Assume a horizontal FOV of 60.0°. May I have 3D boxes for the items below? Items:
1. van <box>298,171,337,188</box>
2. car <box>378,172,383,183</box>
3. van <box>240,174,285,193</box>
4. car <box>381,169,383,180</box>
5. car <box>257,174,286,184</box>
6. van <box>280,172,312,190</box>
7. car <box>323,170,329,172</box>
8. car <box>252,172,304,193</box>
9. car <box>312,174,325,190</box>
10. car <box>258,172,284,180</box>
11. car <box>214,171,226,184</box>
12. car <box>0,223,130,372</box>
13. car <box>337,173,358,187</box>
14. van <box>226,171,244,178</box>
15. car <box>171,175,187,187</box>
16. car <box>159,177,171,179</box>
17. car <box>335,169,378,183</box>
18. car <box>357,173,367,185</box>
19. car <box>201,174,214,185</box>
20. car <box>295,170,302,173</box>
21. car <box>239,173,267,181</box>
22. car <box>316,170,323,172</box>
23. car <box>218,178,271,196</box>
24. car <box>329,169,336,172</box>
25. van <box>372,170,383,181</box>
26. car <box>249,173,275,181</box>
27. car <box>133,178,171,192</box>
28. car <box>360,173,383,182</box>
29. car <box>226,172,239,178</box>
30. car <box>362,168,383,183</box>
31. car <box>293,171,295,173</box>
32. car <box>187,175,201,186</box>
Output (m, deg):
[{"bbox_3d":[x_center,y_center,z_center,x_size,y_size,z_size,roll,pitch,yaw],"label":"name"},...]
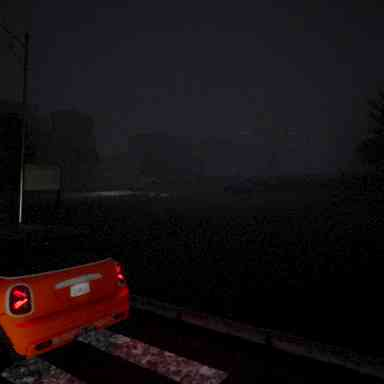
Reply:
[{"bbox_3d":[18.005,-1.542,48.011,4.442,1.987,1.878,4,7,32],"label":"van"},{"bbox_3d":[29.648,-2.261,57.454,4.892,1.521,2.231,4,7,30],"label":"car"},{"bbox_3d":[8.570,-0.800,40.625,4.442,1.987,1.878,4,7,32],"label":"van"},{"bbox_3d":[41.232,-3.443,66.908,5.566,2.045,2.435,4,6,30],"label":"car"},{"bbox_3d":[14.261,-2.340,59.495,5.357,1.411,2.033,-5,7,-38],"label":"car"},{"bbox_3d":[13.083,-1.184,44.430,4.442,1.987,1.878,4,7,32],"label":"van"},{"bbox_3d":[30.096,-4.597,80.764,4.553,1.767,2.185,2,6,31],"label":"car"},{"bbox_3d":[10.800,-1.019,42.537,5.566,2.045,2.435,4,7,32],"label":"car"},{"bbox_3d":[15.519,-1.265,46.248,4.553,1.767,2.185,4,7,32],"label":"car"},{"bbox_3d":[16.511,-3.383,69.619,5.008,1.535,2.097,2,5,30],"label":"car"},{"bbox_3d":[3.013,-2.386,58.318,4.553,1.767,2.185,2,6,30],"label":"car"},{"bbox_3d":[-3.254,1.346,5.793,4.553,1.767,2.097,0,0,36],"label":"car"},{"bbox_3d":[22.617,-1.694,51.802,4.892,1.521,2.231,4,7,31],"label":"car"},{"bbox_3d":[7.397,-2.866,62.158,4.442,1.987,1.878,2,6,30],"label":"van"},{"bbox_3d":[-3.752,-1.668,52.664,4.792,1.488,2.163,2,5,30],"label":"car"},{"bbox_3d":[-6.034,-1.470,50.784,4.674,1.452,2.002,2,5,30],"label":"car"},{"bbox_3d":[27.336,-2.321,55.521,5.566,2.045,2.435,4,7,31],"label":"car"},{"bbox_3d":[24.986,-1.853,53.670,4.792,1.488,2.163,4,7,31],"label":"car"},{"bbox_3d":[0.706,-2.046,56.472,4.792,1.488,2.163,2,6,30],"label":"car"},{"bbox_3d":[21.033,-3.752,73.339,4.892,1.521,2.231,2,6,30],"label":"car"},{"bbox_3d":[12.002,-3.011,65.876,5.008,1.535,2.097,2,5,30],"label":"car"},{"bbox_3d":[27.813,-4.262,78.945,4.674,1.452,2.002,2,5,30],"label":"car"},{"bbox_3d":[6.108,-0.398,38.868,5.008,1.535,2.097,4,7,32],"label":"car"},{"bbox_3d":[32.344,-4.641,82.648,5.008,1.535,2.097,2,6,31],"label":"car"},{"bbox_3d":[36.691,-3.049,63.069,4.442,1.987,1.878,4,7,30],"label":"van"},{"bbox_3d":[14.286,-3.166,67.729,4.792,1.488,2.163,2,5,30],"label":"car"},{"bbox_3d":[-5.628,-0.784,44.484,4.718,1.301,1.895,-5,7,-40],"label":"car"},{"bbox_3d":[34.119,-2.655,61.339,5.366,1.575,1.946,4,7,30],"label":"car"},{"bbox_3d":[5.244,-2.451,60.242,5.008,1.535,2.097,2,5,30],"label":"car"},{"bbox_3d":[31.998,-2.700,59.309,5.566,2.045,2.435,4,7,30],"label":"car"},{"bbox_3d":[18.776,-3.567,71.477,4.892,1.521,2.231,2,6,30],"label":"car"},{"bbox_3d":[-1.501,-2.010,54.537,4.553,1.767,2.185,2,6,30],"label":"car"}]
